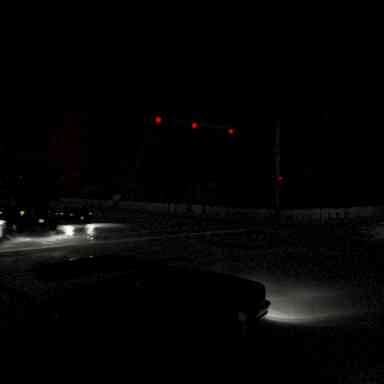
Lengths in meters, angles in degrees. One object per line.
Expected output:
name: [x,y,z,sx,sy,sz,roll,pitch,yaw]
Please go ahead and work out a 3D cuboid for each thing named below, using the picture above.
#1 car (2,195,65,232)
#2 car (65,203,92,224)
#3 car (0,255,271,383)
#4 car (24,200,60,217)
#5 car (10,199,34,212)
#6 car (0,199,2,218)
car: [-9.941,1.235,20.524,2.150,2.045,5.566,0,0,-37]
car: [-9.171,1.553,25.358,1.812,1.442,4.674,0,0,-37]
car: [-1.029,1.553,4.153,2.033,1.411,5.357,0,0,41]
car: [-14.937,1.573,32.991,2.033,1.411,5.357,0,0,-38]
car: [-21.050,1.625,41.146,1.895,1.301,4.718,0,0,-37]
car: [-16.101,1.560,28.715,2.033,1.411,5.357,0,0,-37]
